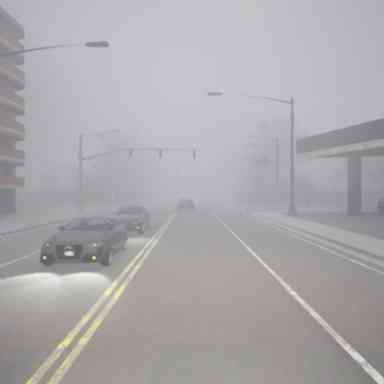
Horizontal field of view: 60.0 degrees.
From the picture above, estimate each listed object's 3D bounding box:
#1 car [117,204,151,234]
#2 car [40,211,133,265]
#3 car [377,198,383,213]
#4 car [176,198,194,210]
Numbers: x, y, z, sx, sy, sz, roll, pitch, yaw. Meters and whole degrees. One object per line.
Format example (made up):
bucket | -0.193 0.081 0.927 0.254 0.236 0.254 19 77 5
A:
car | -3.501 1.506 19.256 1.837 1.490 4.892 0 0 0
car | -3.506 1.565 11.494 1.994 1.385 4.181 0 0 0
car | 20.271 1.295 31.738 4.611 1.667 2.242 0 0 1
car | -0.908 1.492 42.103 2.128 1.511 4.902 0 0 -9
